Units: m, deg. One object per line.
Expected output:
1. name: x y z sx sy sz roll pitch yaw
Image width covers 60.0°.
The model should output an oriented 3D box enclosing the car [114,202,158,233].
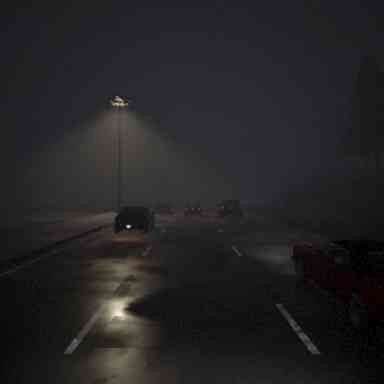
1. car: -3.408 1.605 20.298 1.837 1.490 4.892 0 0 0

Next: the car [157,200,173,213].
1. car: -3.360 1.683 38.944 2.128 1.511 4.902 0 0 1

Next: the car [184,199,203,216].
1. car: 0.094 1.718 34.632 2.033 1.411 5.357 0 0 0

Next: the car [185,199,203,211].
1. car: 0.353 1.710 44.414 2.128 1.511 4.902 0 0 3

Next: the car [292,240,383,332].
1. car: 3.597 1.635 6.818 1.895 1.301 4.718 0 0 0

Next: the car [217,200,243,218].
1. car: 3.589 1.510 32.236 2.097 1.767 4.553 0 0 0
